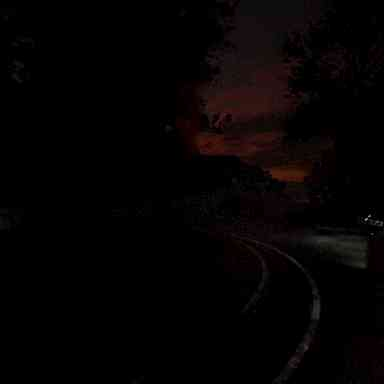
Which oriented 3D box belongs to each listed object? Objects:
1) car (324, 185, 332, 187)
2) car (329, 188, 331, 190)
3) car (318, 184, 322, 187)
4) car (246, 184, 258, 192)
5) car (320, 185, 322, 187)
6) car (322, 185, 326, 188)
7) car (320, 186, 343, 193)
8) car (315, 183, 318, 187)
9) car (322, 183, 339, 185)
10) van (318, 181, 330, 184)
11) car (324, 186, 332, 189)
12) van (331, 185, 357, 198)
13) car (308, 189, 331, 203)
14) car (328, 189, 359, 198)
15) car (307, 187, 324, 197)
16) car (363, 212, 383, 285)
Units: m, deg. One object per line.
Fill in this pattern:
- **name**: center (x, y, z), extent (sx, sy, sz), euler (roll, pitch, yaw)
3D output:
- **car**: center (27.760, 0.029, 62.278), extent (4.892, 1.521, 2.231), euler (0, 3, 17)
- **car**: center (25.422, 0.415, 54.296), extent (4.792, 1.488, 2.163), euler (0, 3, 17)
- **car**: center (30.925, -0.447, 72.908), extent (5.008, 1.535, 2.097), euler (0, 3, 17)
- **car**: center (14.827, -0.819, 84.832), extent (2.033, 1.411, 5.357), euler (0, 3, 17)
- **car**: center (30.137, -0.288, 70.251), extent (4.674, 1.452, 2.002), euler (0, 3, 17)
- **car**: center (28.562, -0.091, 64.932), extent (5.008, 1.535, 2.097), euler (0, 3, 17)
- **car**: center (31.718, -0.524, 75.569), extent (4.674, 1.452, 2.002), euler (0, 3, 17)
- **car**: center (34.065, -0.888, 83.548), extent (4.792, 1.488, 2.163), euler (0, 3, 17)
- **car**: center (29.377, -0.335, 67.577), extent (4.553, 1.767, 2.185), euler (0, 3, 17)
- **van**: center (32.622, -0.907, 78.181), extent (4.442, 1.987, 1.878), euler (0, 3, 17)
- **car**: center (26.006, 0.262, 57.015), extent (5.366, 1.575, 1.946), euler (0, 3, 17)
- **van**: center (24.489, 0.279, 51.671), extent (4.442, 1.987, 1.878), euler (0, 3, 17)
- **car**: center (17.805, 0.713, 46.644), extent (1.837, 1.490, 4.892), euler (1, 2, 13)
- **car**: center (27.003, 0.176, 59.612), extent (4.792, 1.488, 2.163), euler (0, 3, 17)
- **car**: center (20.707, 0.405, 56.384), extent (1.994, 1.385, 4.181), euler (0, 3, 17)
- **car**: center (4.934, 1.233, 6.622), extent (2.097, 1.767, 4.553), euler (1, 1, 20)
